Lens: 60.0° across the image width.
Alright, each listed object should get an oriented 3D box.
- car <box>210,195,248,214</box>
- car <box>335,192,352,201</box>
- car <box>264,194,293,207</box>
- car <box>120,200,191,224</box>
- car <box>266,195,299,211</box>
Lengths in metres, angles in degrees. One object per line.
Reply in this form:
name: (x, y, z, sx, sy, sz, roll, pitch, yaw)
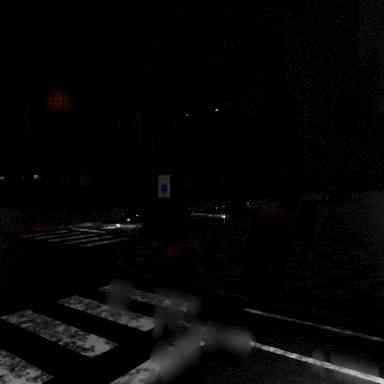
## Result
car: (3.516, 1.107, 30.642, 1.837, 1.490, 4.892, 0, 1, 36)
car: (25.362, 0.653, 55.720, 1.882, 1.535, 5.008, 0, 1, 36)
car: (10.577, 1.004, 40.509, 1.994, 1.385, 4.181, 0, 1, 36)
car: (-2.259, 1.283, 22.504, 2.033, 1.411, 5.357, 0, 1, 38)
car: (9.066, 1.053, 32.915, 1.837, 1.490, 4.892, 0, 1, 36)
